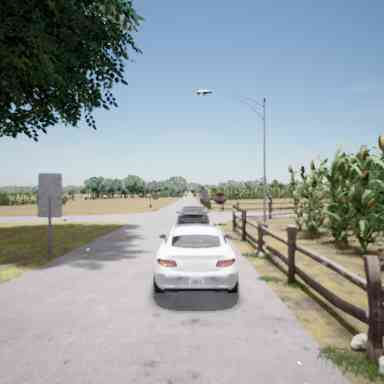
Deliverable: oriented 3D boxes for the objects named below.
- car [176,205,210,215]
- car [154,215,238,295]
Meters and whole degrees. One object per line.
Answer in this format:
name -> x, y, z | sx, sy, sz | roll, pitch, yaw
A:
car -> 0.056, 1.609, 20.766 | 1.837, 1.490, 4.892 | 0, 0, 0
car -> 0.088, 1.555, 8.687 | 1.812, 1.442, 4.674 | 0, 0, 0
